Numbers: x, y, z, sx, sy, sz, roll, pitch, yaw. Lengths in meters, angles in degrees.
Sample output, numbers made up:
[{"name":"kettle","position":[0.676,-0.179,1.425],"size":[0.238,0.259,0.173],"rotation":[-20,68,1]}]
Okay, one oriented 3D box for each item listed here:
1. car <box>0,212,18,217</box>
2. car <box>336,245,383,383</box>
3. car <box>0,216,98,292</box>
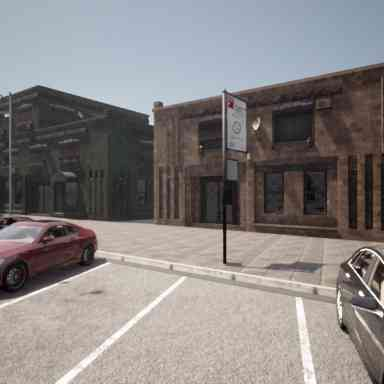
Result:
[{"name":"car","position":[-6.817,1.518,10.906],"size":[2.163,1.488,4.792],"rotation":[1,-1,16]},{"name":"car","position":[2.970,1.487,3.976],"size":[2.231,1.521,4.892],"rotation":[1,-1,15]},{"name":"car","position":[-4.365,1.527,9.192],"size":[2.002,1.452,4.674],"rotation":[1,-1,16]}]
